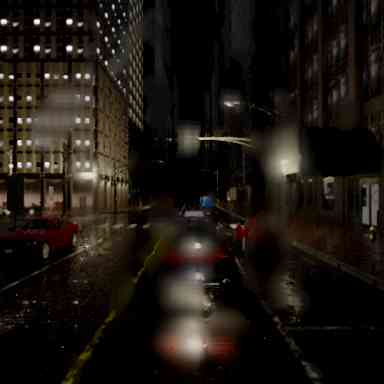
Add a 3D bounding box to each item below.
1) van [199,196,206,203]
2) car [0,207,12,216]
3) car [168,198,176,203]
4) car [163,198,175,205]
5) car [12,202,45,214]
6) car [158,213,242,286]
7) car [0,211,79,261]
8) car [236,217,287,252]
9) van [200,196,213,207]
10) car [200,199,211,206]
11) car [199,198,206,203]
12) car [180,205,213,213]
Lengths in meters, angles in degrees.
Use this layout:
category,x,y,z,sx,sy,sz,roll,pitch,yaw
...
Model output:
category,x,y,z,sx,sy,sz,roll,pitch,yaw
van,2.819,2.002,86.226,1.690,1.788,3.998,0,0,0
car,-18.566,1.533,28.147,5.009,1.841,2.192,0,0,1
car,-5.552,2.267,91.935,1.947,1.339,4.313,0,0,0
car,-5.579,2.122,74.845,1.887,1.381,4.507,0,0,0
car,-18.466,1.791,36.527,4.403,1.369,2.008,0,0,1
car,0.113,1.583,9.587,1.837,1.490,4.892,0,0,0
car,-5.806,1.646,12.787,1.887,1.381,4.507,0,0,0
car,2.836,1.694,14.150,1.802,1.307,4.206,0,0,0
van,2.774,1.790,57.743,1.690,1.788,3.998,0,0,0
car,2.793,2.086,69.134,2.008,1.369,4.403,0,0,0
car,2.829,2.284,91.921,1.802,1.307,4.206,0,0,0
car,0.129,1.724,20.277,1.994,1.385,4.181,0,0,0
